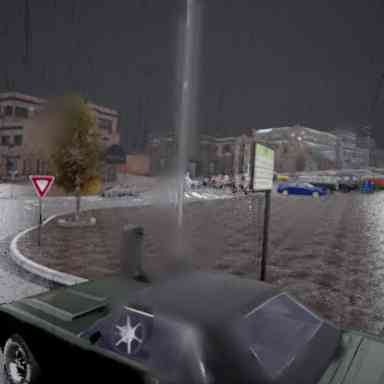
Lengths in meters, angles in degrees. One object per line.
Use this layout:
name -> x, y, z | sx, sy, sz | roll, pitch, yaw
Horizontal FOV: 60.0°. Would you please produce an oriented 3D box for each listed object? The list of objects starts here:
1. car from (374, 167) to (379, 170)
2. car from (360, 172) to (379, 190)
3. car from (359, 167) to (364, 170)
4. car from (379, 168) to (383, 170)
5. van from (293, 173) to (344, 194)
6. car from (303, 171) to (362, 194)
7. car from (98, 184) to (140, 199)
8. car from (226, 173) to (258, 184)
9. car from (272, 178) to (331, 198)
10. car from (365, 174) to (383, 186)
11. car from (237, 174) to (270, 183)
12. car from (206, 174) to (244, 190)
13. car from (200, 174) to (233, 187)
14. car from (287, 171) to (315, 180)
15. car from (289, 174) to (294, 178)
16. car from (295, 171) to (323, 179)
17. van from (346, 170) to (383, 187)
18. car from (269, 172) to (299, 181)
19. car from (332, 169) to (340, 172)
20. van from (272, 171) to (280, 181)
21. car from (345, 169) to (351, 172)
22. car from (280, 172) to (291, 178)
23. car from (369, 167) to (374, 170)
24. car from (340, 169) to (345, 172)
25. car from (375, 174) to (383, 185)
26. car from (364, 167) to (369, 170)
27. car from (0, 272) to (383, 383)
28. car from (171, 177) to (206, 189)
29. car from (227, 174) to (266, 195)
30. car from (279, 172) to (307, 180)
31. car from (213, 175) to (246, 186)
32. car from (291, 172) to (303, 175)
car -> 43.950, -5.322, 84.535 | 5.566, 2.045, 2.435 | 2, 5, 30
car -> 20.797, -1.233, 42.328 | 4.553, 1.767, 2.185 | 3, 7, 31
car -> 37.242, -4.582, 78.904 | 5.008, 1.535, 2.097 | 2, 5, 30
car -> 32.515, -2.336, 51.720 | 5.566, 2.045, 2.435 | 3, 6, 30
van -> 13.906, -0.741, 36.636 | 4.442, 1.987, 1.878 | 3, 7, 31
car -> 16.116, -0.968, 38.570 | 5.566, 2.045, 2.435 | 3, 7, 31
car -> -7.457, -0.092, 34.240 | 4.181, 1.385, 1.994 | -3, 6, -39
car -> 8.166, -2.215, 54.280 | 4.553, 1.767, 2.185 | 1, 6, 29
car -> 11.464, -0.329, 34.853 | 5.008, 1.535, 2.097 | 3, 7, 31
car -> 27.837, -1.691, 47.952 | 4.892, 1.521, 2.231 | 3, 7, 31
car -> 10.378, -2.287, 56.226 | 5.008, 1.535, 2.097 | 1, 5, 29
car -> 4.626, -1.132, 44.490 | 4.892, 1.490, 1.837 | -6, 7, -39
car -> 3.692, -1.822, 50.453 | 4.553, 1.767, 2.185 | 1, 6, 29
car -> 21.546, -3.262, 65.716 | 5.008, 1.535, 2.097 | 1, 5, 30
car -> 15.677, -1.169, 43.866 | 1.812, 1.442, 4.674 | -4, 6, -34
car -> 23.791, -3.455, 67.597 | 4.892, 1.521, 2.231 | 1, 6, 30
van -> 23.264, -1.520, 44.117 | 4.442, 1.987, 1.878 | 3, 7, 31
car -> 17.076, -2.873, 61.927 | 5.008, 1.535, 2.097 | 1, 5, 30
car -> 28.269, -3.844, 71.372 | 5.008, 1.535, 2.097 | 1, 6, 30
van -> 12.509, -2.710, 58.164 | 4.442, 1.987, 1.878 | 1, 6, 29
car -> 32.750, -4.185, 75.156 | 4.674, 1.452, 2.002 | 2, 5, 30
car -> 15.011, -2.676, 59.932 | 5.366, 1.575, 1.946 | 1, 5, 30
car -> 41.572, -4.924, 82.759 | 5.366, 1.575, 1.946 | 2, 5, 30
car -> 30.529, -4.160, 73.233 | 4.553, 1.767, 2.185 | 1, 5, 30
car -> 30.186, -1.859, 49.844 | 4.792, 1.488, 2.163 | 3, 6, 31
car -> 39.479, -4.750, 80.791 | 5.008, 1.535, 2.097 | 2, 5, 30
car -> -0.176, 1.597, 3.537 | 4.718, 1.301, 1.895 | 0, 0, 36
car -> -0.800, -1.265, 46.654 | 4.674, 1.452, 2.002 | 1, 5, 29
car -> 6.729, -0.760, 38.503 | 4.553, 1.767, 2.097 | -5, 7, -40
car -> 19.341, -3.037, 63.803 | 4.792, 1.488, 2.163 | 2, 5, 30
car -> 5.880, -1.865, 52.410 | 4.792, 1.488, 2.163 | 1, 6, 29
car -> 19.054, -2.413, 55.280 | 4.553, 1.767, 2.097 | -5, 7, -39
